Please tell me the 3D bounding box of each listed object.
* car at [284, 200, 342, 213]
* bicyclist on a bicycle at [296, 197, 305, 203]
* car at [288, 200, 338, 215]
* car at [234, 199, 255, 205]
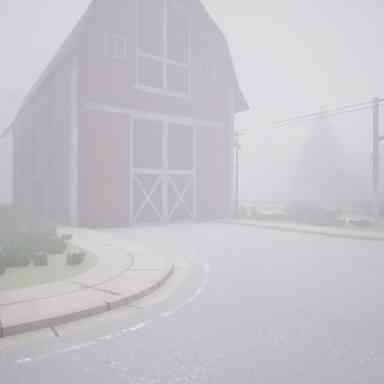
[{"bbox_3d":[10.924,1.584,30.593,2.033,1.411,5.357,0,0,-35],"label":"car"},{"bbox_3d":[13.247,1.335,40.217,1.656,1.620,0.582,46,-25,-24],"label":"bicyclist on a bicycle"},{"bbox_3d":[12.536,1.564,34.773,1.812,1.442,4.674,0,0,-35],"label":"car"},{"bbox_3d":[5.493,1.563,38.475,1.812,1.442,4.674,0,0,-34],"label":"car"}]
